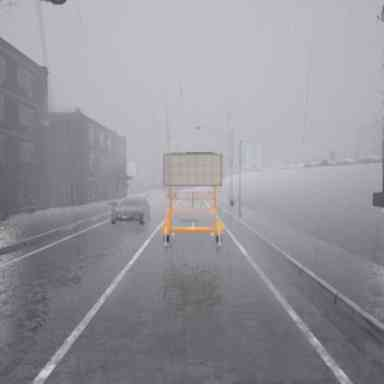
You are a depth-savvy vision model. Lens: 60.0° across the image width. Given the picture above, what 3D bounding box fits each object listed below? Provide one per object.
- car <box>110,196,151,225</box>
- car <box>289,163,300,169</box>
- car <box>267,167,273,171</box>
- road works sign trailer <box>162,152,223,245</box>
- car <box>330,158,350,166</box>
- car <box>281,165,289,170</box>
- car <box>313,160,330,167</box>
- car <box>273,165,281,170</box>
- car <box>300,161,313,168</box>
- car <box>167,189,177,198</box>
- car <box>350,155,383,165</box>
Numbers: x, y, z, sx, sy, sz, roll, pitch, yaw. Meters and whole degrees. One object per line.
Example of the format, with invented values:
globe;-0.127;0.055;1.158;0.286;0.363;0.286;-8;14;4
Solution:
car;-3.598;1.060;20.175;1.837;1.490;4.892;0;1;0
car;22.444;-5.260;68.662;2.097;1.535;5.008;0;2;-4
car;21.729;-5.895;85.248;2.231;1.521;4.892;0;2;-1
road works sign trailer;0.038;0.161;13.677;2.380;3.560;2.880;0;1;1
car;24.235;-4.554;52.003;2.002;1.452;4.674;0;2;-7
car;22.091;-5.441;74.196;2.002;1.452;4.674;0;2;-2
car;23.533;-4.783;57.473;2.163;1.488;4.792;0;2;-6
car;21.858;-5.697;79.734;2.231;1.521;4.892;0;2;-1
car;22.912;-5.166;63.157;2.185;1.767;4.553;0;2;-5
car;-3.684;0.248;61.578;2.128;1.511;4.902;0;0;-1
car;25.040;-4.377;46.644;2.231;1.521;4.892;0;2;-9
